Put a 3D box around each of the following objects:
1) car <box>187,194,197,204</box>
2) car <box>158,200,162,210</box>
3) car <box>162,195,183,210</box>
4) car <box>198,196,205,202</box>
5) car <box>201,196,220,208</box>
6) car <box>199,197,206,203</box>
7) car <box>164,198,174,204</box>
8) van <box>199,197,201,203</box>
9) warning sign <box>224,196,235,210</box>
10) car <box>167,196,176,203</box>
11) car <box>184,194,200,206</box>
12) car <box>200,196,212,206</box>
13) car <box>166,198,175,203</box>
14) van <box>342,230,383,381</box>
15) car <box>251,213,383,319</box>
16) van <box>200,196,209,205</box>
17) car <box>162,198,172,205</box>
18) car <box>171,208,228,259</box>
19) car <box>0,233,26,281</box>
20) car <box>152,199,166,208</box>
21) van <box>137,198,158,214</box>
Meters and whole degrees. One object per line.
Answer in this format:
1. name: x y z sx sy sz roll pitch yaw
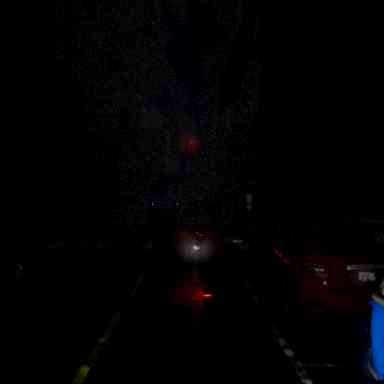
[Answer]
1. car: 0.012 1.562 74.615 2.150 2.045 5.566 0 0 0
2. car: -5.397 1.907 50.185 1.947 1.339 4.313 0 0 0
3. car: -2.827 1.688 49.385 2.097 1.767 4.553 0 0 0
4. car: 2.674 2.070 93.435 1.967 1.590 4.097 0 0 0
5. car: 2.712 1.620 44.781 2.192 1.841 5.009 0 0 0
6. car: 2.678 2.120 88.198 1.752 1.417 4.829 0 0 0
7. car: -5.386 2.073 77.216 2.008 1.369 4.403 0 0 0
8. van: 2.699 1.755 60.999 1.690 1.788 3.998 0 0 0
9. warning sign: 4.950 1.417 44.325 1.300 1.860 1.060 0 0 0
10. car: -5.382 1.909 88.029 2.192 1.841 5.009 0 0 0
11. car: 0.054 1.781 63.388 2.097 1.767 4.553 0 0 1
12. car: 2.695 1.765 66.406 2.192 1.841 5.009 0 0 0
13. car: -5.384 2.124 82.622 1.947 1.339 4.313 0 0 0
14. van: 2.638 1.355 1.899 1.690 1.788 3.998 0 0 0
15. car: 2.639 1.367 7.411 2.192 1.841 5.009 0 0 0
16. van: 2.691 1.827 71.812 1.690 1.788 3.998 0 0 0
17. car: -5.389 2.010 71.641 1.752 1.417 4.829 0 0 0
18. car: 0.369 1.596 13.123 1.837 1.490 4.892 0 0 6
19. car: -5.386 1.618 7.410 1.947 1.339 4.313 0 0 0
20. car: -5.395 1.922 55.591 1.887 1.381 4.507 0 0 0
21. van: -5.402 1.610 39.374 1.690 1.788 3.998 0 0 0
